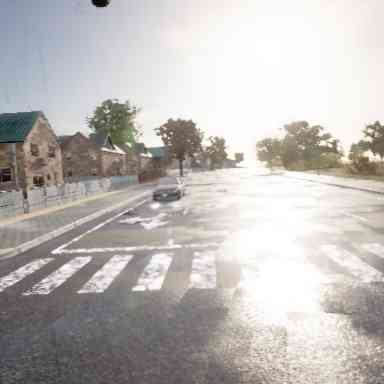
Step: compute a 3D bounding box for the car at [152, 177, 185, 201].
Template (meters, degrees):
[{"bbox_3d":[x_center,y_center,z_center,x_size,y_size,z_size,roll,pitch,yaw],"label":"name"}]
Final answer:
[{"bbox_3d":[-1.576,-0.271,23.375,1.812,1.442,4.674,-3,5,4],"label":"car"}]
